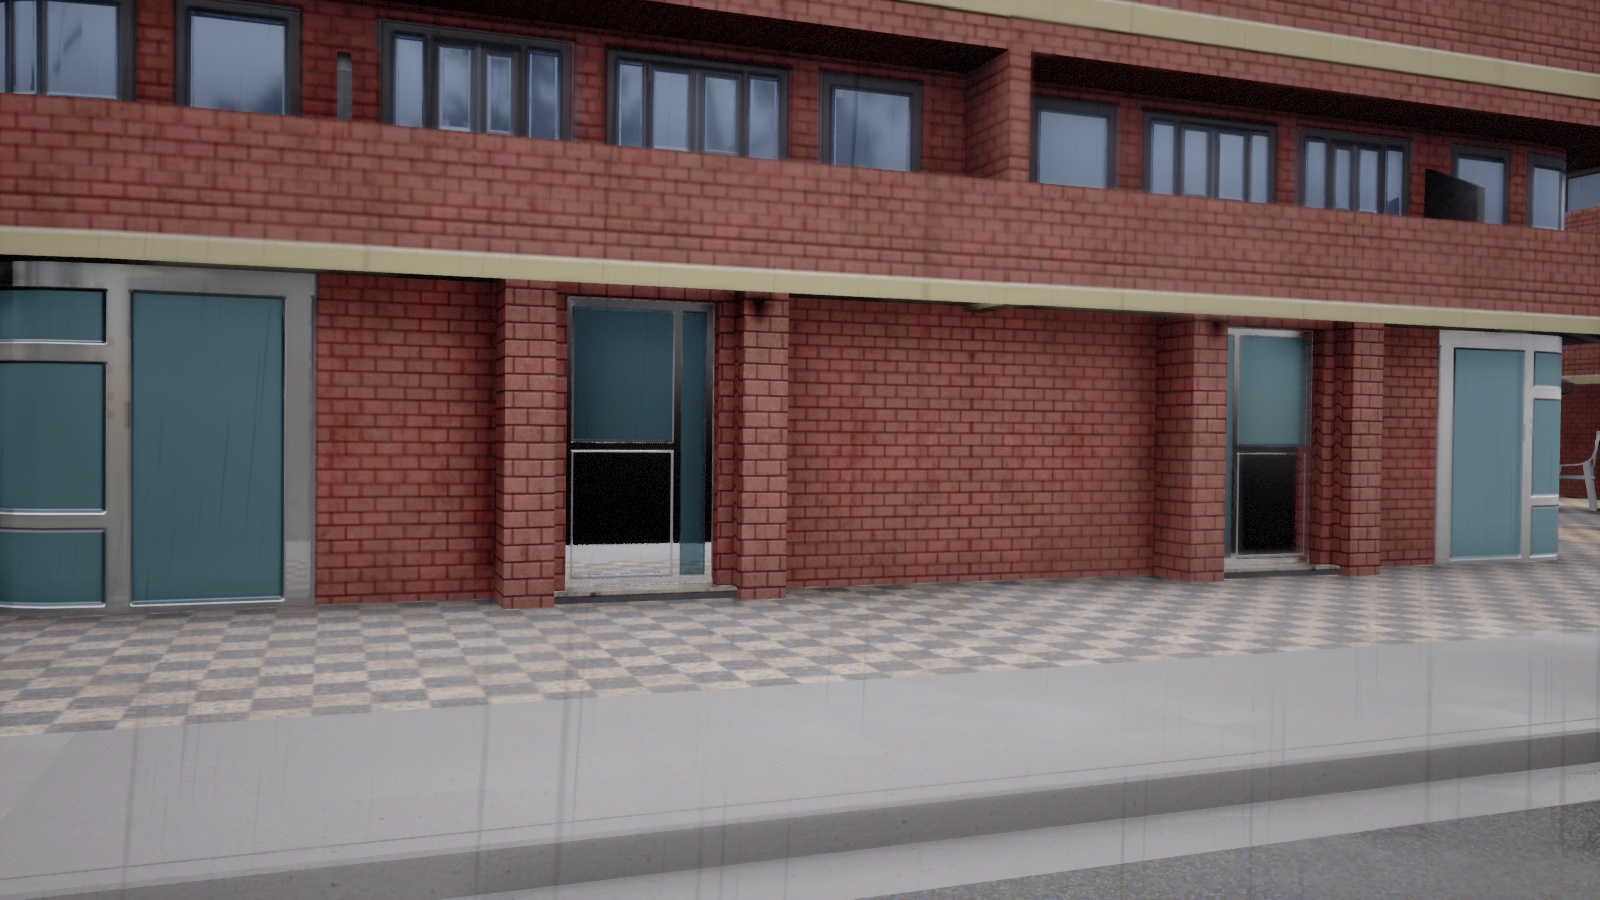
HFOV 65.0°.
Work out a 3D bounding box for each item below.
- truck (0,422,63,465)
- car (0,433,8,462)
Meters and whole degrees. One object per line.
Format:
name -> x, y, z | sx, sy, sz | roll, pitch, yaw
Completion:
truck -> -46.530, -0.423, 75.913 | 2.627, 2.467, 5.204 | -1, 1, -22
car -> -51.750, -0.142, 79.606 | 1.905, 1.878, 3.866 | -1, 1, -21
